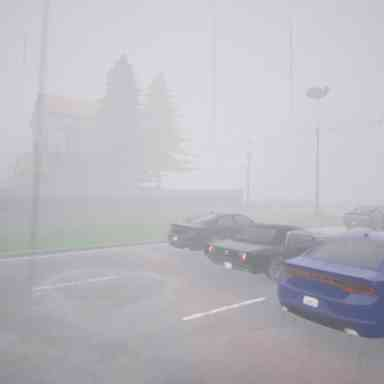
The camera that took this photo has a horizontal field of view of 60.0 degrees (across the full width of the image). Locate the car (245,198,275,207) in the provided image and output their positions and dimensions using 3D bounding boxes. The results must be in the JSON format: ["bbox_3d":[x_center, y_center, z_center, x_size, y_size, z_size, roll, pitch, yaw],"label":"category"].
[{"bbox_3d":[11.942,1.770,58.661,2.033,1.411,5.357,0,0,-36],"label":"car"}]

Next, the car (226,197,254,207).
[{"bbox_3d":[8.288,1.683,57.728,1.882,1.535,5.008,0,0,-36],"label":"car"}]

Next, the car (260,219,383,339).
[{"bbox_3d":[3.817,1.512,6.482,5.008,1.535,1.882,0,0,-35],"label":"car"}]

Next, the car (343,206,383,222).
[{"bbox_3d":[11.207,1.598,20.352,4.902,1.511,2.128,0,0,-36],"label":"car"}]

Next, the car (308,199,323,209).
[{"bbox_3d":[17.617,1.749,50.794,1.812,1.442,4.674,0,0,-36],"label":"car"}]

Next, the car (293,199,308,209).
[{"bbox_3d":[14.244,1.710,49.482,1.837,1.490,4.892,0,0,-36],"label":"car"}]

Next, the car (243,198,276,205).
[{"bbox_3d":[8.635,1.770,45.283,1.895,1.301,4.718,0,0,-36],"label":"car"}]

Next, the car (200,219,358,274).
[{"bbox_3d":[2.760,1.642,10.019,4.718,1.301,1.895,0,0,-35],"label":"car"}]

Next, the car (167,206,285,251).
[{"bbox_3d":[1.414,1.523,13.363,5.008,1.535,1.882,0,0,-35],"label":"car"}]

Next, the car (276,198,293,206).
[{"bbox_3d":[11.384,1.679,47.461,2.128,1.511,4.902,0,0,-36],"label":"car"}]
